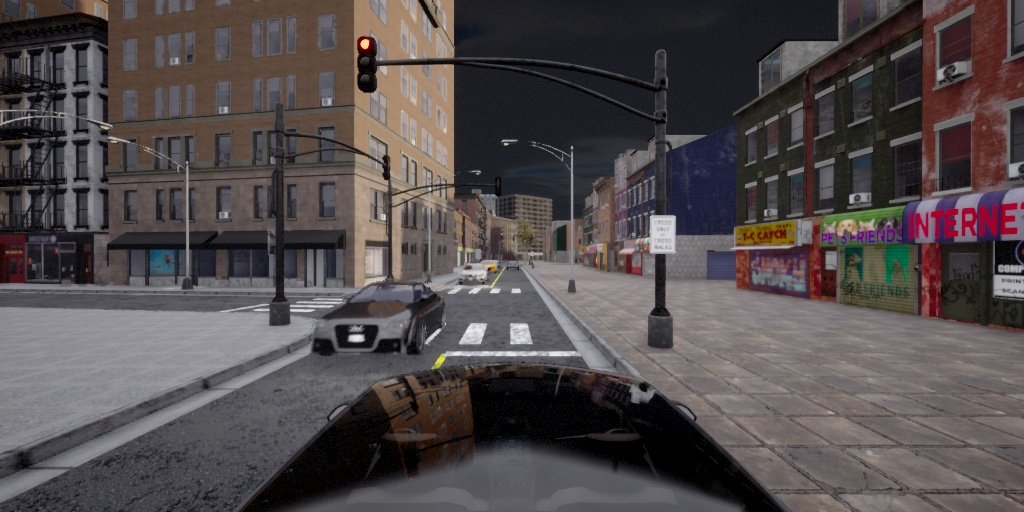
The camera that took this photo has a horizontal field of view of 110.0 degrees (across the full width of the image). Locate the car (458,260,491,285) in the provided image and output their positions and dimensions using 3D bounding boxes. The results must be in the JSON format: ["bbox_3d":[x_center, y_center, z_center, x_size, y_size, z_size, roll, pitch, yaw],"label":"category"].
[{"bbox_3d":[-2.795,1.278,26.600,1.812,1.442,4.674,0,0,0],"label":"car"}]

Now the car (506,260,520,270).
[{"bbox_3d":[0.120,1.310,52.780,2.033,1.411,5.357,0,0,0],"label":"car"}]

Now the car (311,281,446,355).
[{"bbox_3d":[-2.840,1.314,8.541,1.994,1.385,4.181,0,0,0],"label":"car"}]

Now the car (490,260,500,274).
[{"bbox_3d":[-2.752,1.235,41.971,1.882,1.535,5.008,0,0,0],"label":"car"}]
